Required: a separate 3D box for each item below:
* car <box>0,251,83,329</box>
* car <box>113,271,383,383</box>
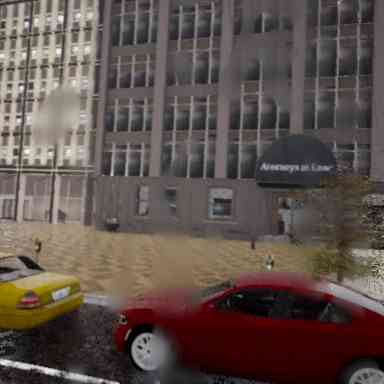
[{"bbox_3d":[-4.549,1.706,6.528,4.829,1.417,1.752,2,-3,16],"label":"car"},{"bbox_3d":[1.038,1.878,4.933,4.507,1.381,1.887,2,-3,16],"label":"car"}]
